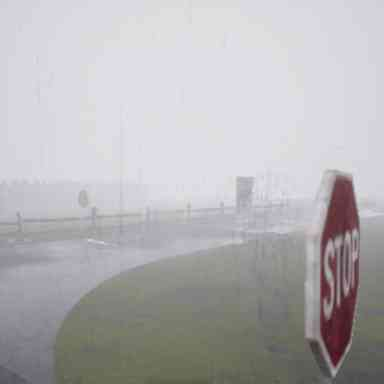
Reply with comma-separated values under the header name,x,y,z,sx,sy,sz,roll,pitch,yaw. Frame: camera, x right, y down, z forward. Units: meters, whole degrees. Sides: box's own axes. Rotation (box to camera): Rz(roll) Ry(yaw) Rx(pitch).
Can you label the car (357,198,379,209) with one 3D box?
name,x,y,z,sx,sy,sz,roll,pitch,yaw
car,23.350,1.516,44.456,1.895,1.301,4.718,1,1,44
